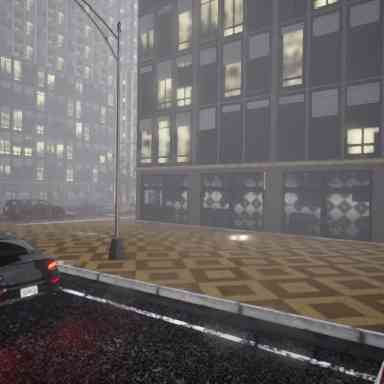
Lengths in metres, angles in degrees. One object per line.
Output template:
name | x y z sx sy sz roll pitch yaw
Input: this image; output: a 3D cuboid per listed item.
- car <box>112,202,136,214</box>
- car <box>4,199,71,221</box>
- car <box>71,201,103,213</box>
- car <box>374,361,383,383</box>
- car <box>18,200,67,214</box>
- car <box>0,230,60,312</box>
car | -6.949 1.830 38.435 1.752 1.417 4.829 1 0 36
car | -13.740 1.520 29.219 2.192 1.841 5.009 1 0 36
car | -13.088 1.791 39.852 1.895 1.301 4.718 1 0 36
car | 3.243 1.353 1.374 4.553 1.767 2.097 0 0 35
car | -17.245 1.643 38.591 1.752 1.417 4.829 1 0 36
car | -4.646 1.522 6.987 4.674 1.442 1.812 0 0 35
